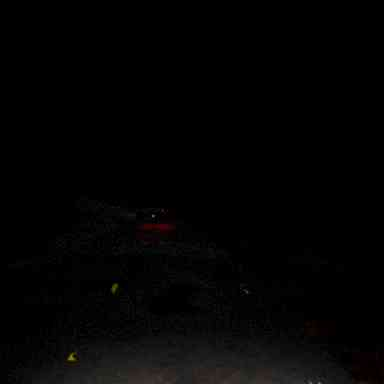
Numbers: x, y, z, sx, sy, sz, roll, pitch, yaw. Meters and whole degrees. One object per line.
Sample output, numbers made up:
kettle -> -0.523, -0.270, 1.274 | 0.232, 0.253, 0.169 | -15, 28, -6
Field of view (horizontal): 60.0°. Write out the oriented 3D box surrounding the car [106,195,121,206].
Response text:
car -> -12.091, 1.224, 51.282 | 2.033, 1.649, 4.856 | 0, 0, -20

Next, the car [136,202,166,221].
car -> -3.270, 1.393, 25.777 | 1.895, 1.301, 4.718 | 0, 0, -14
